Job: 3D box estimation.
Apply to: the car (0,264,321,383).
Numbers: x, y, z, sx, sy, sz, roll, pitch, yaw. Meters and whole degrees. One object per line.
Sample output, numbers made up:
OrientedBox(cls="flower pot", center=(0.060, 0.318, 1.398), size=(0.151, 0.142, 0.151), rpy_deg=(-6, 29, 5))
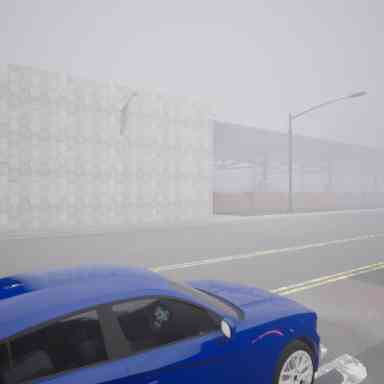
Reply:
OrientedBox(cls="car", center=(-0.782, 1.478, 3.192), size=(5.008, 1.535, 1.882), rpy_deg=(0, 0, -36))
